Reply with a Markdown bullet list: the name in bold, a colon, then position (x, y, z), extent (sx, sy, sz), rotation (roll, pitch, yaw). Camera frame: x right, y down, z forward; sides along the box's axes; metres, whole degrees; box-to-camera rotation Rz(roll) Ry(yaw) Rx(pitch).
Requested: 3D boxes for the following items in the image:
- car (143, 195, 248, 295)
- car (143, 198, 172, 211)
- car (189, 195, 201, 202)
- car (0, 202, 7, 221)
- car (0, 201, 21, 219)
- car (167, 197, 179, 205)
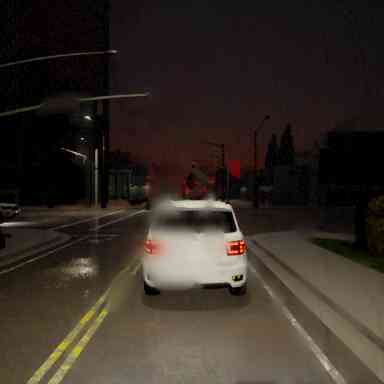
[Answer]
- **car**: position (0.078, 1.221, 8.832), extent (2.150, 2.045, 5.566), rotation (0, 0, 0)
- **car**: position (-4.287, 1.566, 42.344), extent (2.033, 1.411, 5.357), rotation (0, 0, 14)
- **car**: position (0.828, 1.464, 78.702), extent (1.882, 1.535, 5.008), rotation (0, 0, 12)
- **car**: position (-16.222, 1.667, 24.074), extent (4.181, 1.385, 1.994), rotation (-1, 0, 0)
- **car**: position (-17.302, 1.338, 27.570), extent (5.566, 2.045, 2.150), rotation (-1, 0, 0)
- **car**: position (-3.497, 1.564, 61.296), extent (1.994, 1.385, 4.181), rotation (0, 0, 0)
